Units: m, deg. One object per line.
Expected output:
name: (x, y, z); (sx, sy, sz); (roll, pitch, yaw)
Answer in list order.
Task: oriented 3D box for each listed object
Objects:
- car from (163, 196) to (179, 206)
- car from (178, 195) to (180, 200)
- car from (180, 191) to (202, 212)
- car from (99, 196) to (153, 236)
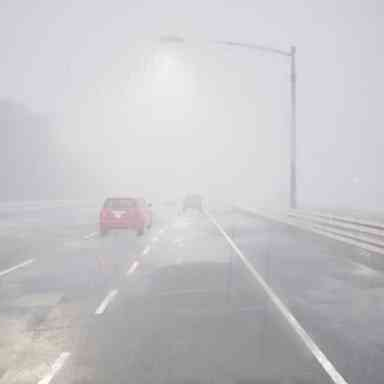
car: (-3.607, 1.655, 54.045); (1.895, 1.301, 4.718); (0, 0, 0)
car: (-3.847, 1.687, 90.464); (1.812, 1.442, 4.674); (0, 0, 0)
car: (0.042, 1.248, 39.760); (2.150, 2.045, 5.566); (0, 0, 0)
car: (-3.503, 1.223, 18.410); (2.150, 2.045, 5.566); (0, 0, 0)
